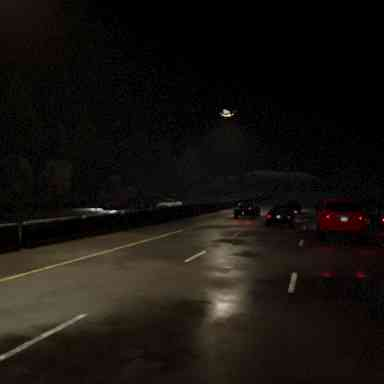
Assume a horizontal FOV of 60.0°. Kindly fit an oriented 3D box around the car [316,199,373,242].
[{"bbox_3d":[8.005,1.384,18.021,2.150,2.045,5.566,0,0,20],"label":"car"}]

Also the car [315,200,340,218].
[{"bbox_3d":[13.961,1.680,34.480,2.128,1.511,4.902,0,0,20],"label":"car"}]

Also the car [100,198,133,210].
[{"bbox_3d":[-9.278,1.537,42.664,1.812,1.442,4.674,0,0,20],"label":"car"}]

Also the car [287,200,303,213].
[{"bbox_3d":[11.905,1.659,39.084,1.837,1.490,4.892,0,1,20],"label":"car"}]

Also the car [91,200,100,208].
[{"bbox_3d":[-11.906,1.547,45.628,1.994,1.385,4.181,0,0,20],"label":"car"}]

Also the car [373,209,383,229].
[{"bbox_3d":[13.563,1.812,23.114,1.895,1.301,4.718,0,0,20],"label":"car"}]

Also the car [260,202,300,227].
[{"bbox_3d":[6.574,1.706,24.361,2.033,1.411,5.357,0,0,20],"label":"car"}]

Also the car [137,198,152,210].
[{"bbox_3d":[-5.338,1.540,43.205,1.837,1.490,4.892,0,0,20],"label":"car"}]

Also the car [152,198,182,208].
[{"bbox_3d":[-2.690,1.587,40.295,1.812,1.442,4.674,0,0,20],"label":"car"}]

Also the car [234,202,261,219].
[{"bbox_3d":[5.213,1.633,30.881,2.128,1.511,4.902,0,0,20],"label":"car"}]
